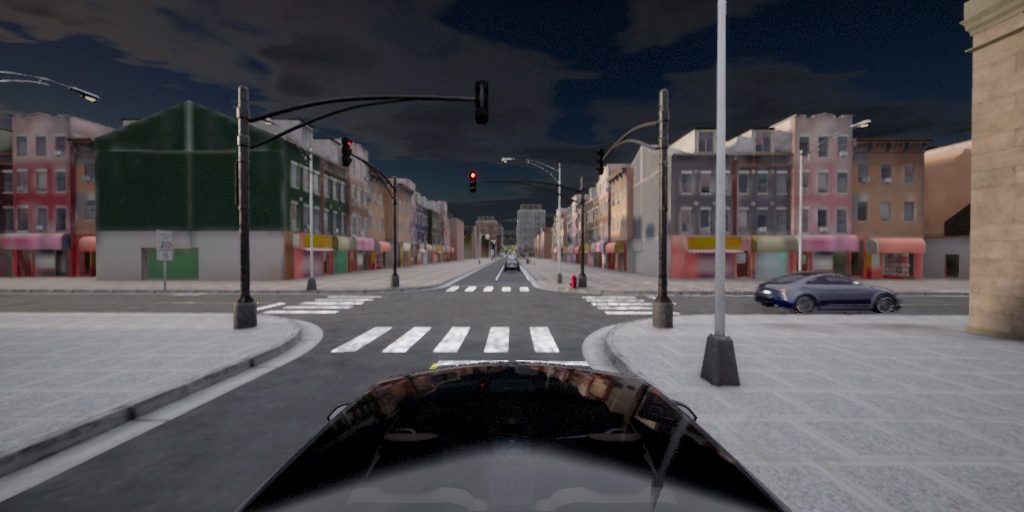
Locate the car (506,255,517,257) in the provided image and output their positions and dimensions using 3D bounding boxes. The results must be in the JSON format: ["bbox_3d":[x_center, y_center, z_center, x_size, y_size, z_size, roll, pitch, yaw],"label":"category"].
[{"bbox_3d":[-0.006,0.961,46.436,1.751,1.417,4.829,0,0,0],"label":"car"}]

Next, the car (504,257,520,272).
[{"bbox_3d":[0.011,1.040,40.661,1.948,1.339,4.313,0,0,0],"label":"car"}]

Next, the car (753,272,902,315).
[{"bbox_3d":[11.196,1.279,12.911,4.181,1.385,1.994,0,1,0],"label":"car"}]
